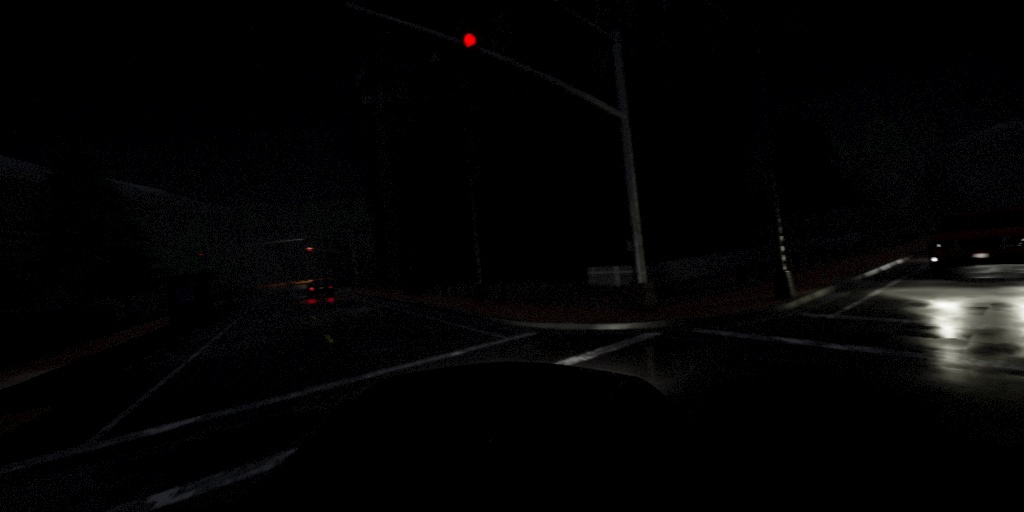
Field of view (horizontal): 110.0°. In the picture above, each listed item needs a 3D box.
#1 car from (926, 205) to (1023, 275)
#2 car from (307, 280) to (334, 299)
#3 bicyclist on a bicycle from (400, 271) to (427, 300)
[{"bbox_3d":[15.945,-0.586,12.031,5.566,2.045,2.150,-6,0,-34],"label":"car"},{"bbox_3d":[-19.347,3.189,36.046,2.097,1.767,4.553,-6,0,-32],"label":"car"},{"bbox_3d":[-5.828,1.713,21.165,1.656,1.620,0.582,-5,-1,-32],"label":"bicyclist on a bicycle"}]
